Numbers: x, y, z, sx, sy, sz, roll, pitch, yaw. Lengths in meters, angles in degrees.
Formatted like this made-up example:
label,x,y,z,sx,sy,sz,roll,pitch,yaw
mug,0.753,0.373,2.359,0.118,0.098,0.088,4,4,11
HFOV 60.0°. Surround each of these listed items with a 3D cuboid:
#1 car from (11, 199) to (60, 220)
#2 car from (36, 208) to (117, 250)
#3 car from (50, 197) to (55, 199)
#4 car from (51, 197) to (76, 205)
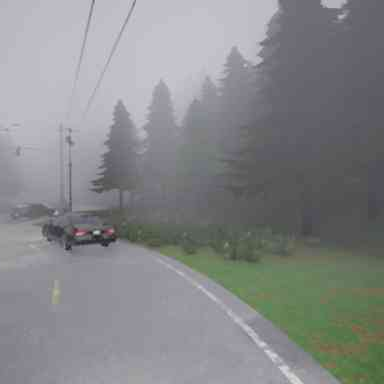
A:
label,x,y,z,sx,sy,sz,roll,pitch,yaw
car,-13.961,1.682,29.408,1.812,1.442,4.674,-1,0,8
car,-5.135,1.622,14.778,2.033,1.411,5.357,0,0,-36
car,-23.716,1.652,58.274,2.097,1.767,4.553,0,0,-35
car,-16.910,1.774,43.499,1.994,1.385,4.181,0,0,-11
